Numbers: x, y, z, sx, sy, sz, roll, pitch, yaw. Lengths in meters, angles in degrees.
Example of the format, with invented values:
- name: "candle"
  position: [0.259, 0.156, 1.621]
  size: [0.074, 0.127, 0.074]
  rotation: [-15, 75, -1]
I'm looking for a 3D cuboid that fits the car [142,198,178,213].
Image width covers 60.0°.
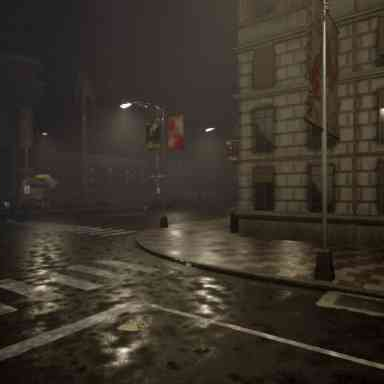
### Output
- name: "car"
  position: [-3.555, 1.489, 37.683]
  size: [2.128, 1.511, 4.902]
  rotation: [0, 0, 36]
